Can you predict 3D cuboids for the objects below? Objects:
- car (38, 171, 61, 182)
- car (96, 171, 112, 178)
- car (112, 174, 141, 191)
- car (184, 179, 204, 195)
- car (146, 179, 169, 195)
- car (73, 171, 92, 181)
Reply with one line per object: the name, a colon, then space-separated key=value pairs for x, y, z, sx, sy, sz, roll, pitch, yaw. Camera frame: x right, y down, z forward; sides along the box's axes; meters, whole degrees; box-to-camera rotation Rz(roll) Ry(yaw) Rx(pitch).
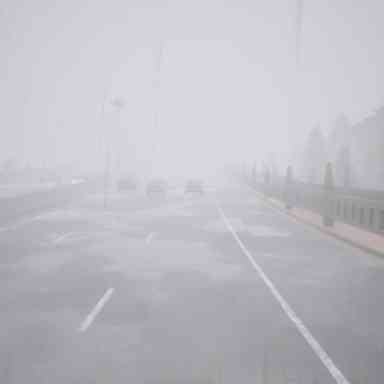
car: x=-20.841 y=-2.243 z=48.817 sx=1.837 sy=1.490 sz=4.892 roll=0 pitch=6 yaw=1
car: x=-13.812 y=-2.575 z=52.683 sx=1.994 sy=1.385 sz=4.181 roll=0 pitch=6 yaw=1
car: x=-6.783 y=-0.957 z=35.846 sx=2.128 sy=1.511 sz=4.902 roll=0 pitch=6 yaw=1
car: x=0.175 y=-0.575 z=32.543 sx=2.033 sy=1.411 sz=5.357 roll=0 pitch=6 yaw=1
car: x=-3.325 y=-0.578 z=32.601 sx=2.033 sy=1.411 sz=5.357 roll=0 pitch=6 yaw=1
car: x=-17.310 y=-2.566 z=52.612 sx=1.994 sy=1.385 sz=4.181 roll=0 pitch=6 yaw=1
